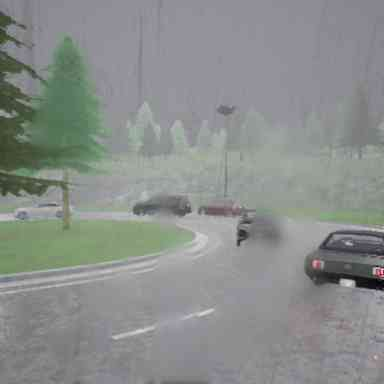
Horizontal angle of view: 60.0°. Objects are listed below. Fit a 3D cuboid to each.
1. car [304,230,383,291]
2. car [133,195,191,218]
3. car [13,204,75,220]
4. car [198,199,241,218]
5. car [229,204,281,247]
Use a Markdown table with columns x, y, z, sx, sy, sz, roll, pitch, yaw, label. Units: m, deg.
| x | y | z | sx | sy | sz | roll | pitch | yaw | label |
| --- | --- | --- | --- | --- | --- | --- | --- | --- | --- |
| 4.583 | 1.667 | 8.922 | 1.895 | 1.301 | 4.718 | 0 | 0 | 34 | car |
| -2.810 | 1.305 | 31.096 | 5.566 | 2.045 | 2.150 | 0 | -1 | 23 | car |
| -12.160 | 1.521 | 27.478 | 4.674 | 1.442 | 1.812 | 1 | -1 | -18 | car |
| 2.771 | 1.482 | 31.549 | 4.553 | 1.767 | 2.097 | 0 | 0 | 41 | car |
| 3.032 | 1.568 | 15.582 | 2.128 | 1.511 | 4.902 | 1 | 0 | 9 | car |
